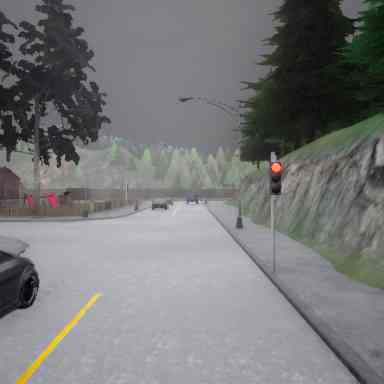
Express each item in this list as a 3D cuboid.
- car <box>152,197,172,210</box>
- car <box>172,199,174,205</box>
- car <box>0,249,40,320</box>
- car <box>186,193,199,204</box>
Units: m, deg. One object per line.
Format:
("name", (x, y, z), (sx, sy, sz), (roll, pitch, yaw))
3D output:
("car", (-4.053, 1.478, 42.940), (1.882, 1.535, 5.008), (0, 0, 0))
("car", (-4.026, 1.547, 54.991), (2.033, 1.411, 5.357), (0, 0, 0))
("car", (-4.095, 1.564, 5.085), (1.994, 1.385, 4.181), (0, 0, 0))
("car", (0.068, 1.221, 62.571), (2.150, 2.045, 5.566), (0, 0, 0))
